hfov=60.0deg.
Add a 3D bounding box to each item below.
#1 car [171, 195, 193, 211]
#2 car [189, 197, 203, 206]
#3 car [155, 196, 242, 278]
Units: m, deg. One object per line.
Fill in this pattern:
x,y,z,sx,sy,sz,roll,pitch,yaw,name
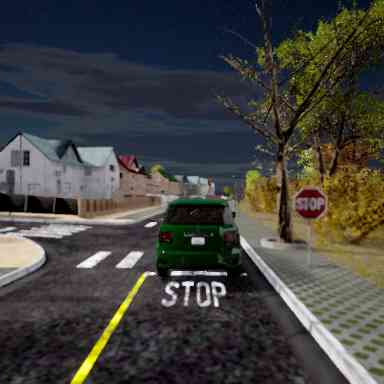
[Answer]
-1.101,1.319,39.814,2.097,1.767,4.553,0,0,5,car
0.750,1.566,57.784,1.812,1.442,4.674,0,0,7,car
0.221,1.200,10.249,2.150,2.045,5.566,0,0,2,car
